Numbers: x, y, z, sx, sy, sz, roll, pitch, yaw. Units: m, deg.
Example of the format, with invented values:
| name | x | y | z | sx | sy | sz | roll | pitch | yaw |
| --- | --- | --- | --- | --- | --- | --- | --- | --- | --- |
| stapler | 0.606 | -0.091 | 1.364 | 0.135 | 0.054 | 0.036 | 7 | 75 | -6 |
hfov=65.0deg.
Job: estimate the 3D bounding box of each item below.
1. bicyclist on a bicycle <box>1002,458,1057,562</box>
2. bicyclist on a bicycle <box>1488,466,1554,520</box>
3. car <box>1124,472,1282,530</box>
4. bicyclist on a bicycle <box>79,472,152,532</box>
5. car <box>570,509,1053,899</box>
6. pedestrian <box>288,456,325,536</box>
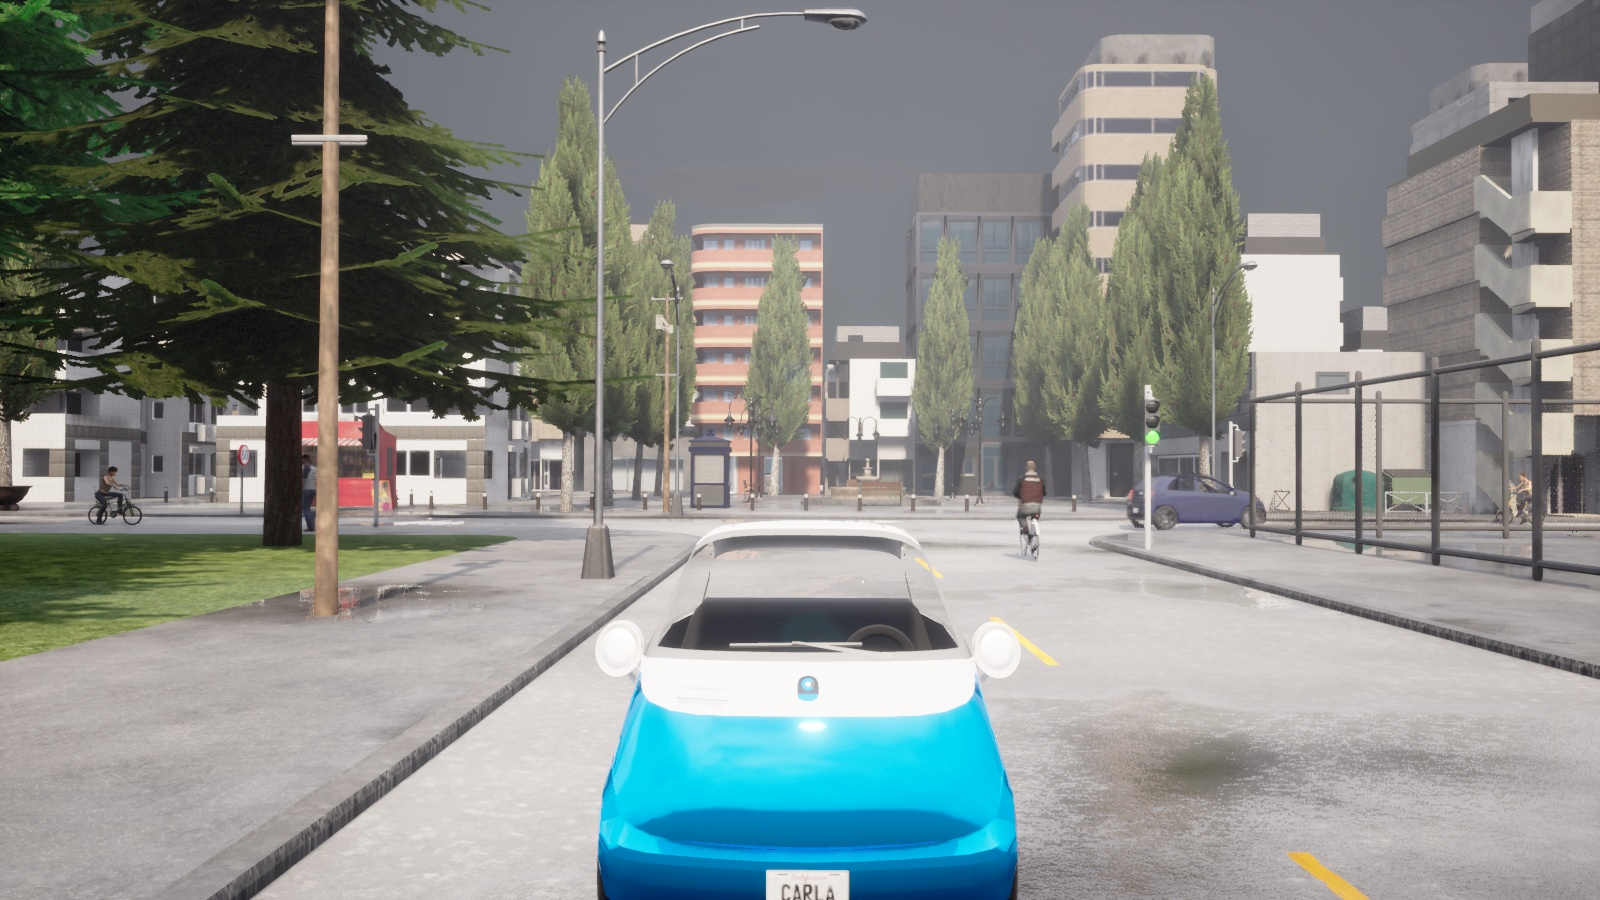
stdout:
| name | x | y | z | sx | sy | sz | roll | pitch | yaw |
| --- | --- | --- | --- | --- | --- | --- | --- | --- | --- |
| bicyclist on a bicycle | 4.107 | 1.047 | 22.602 | 0.659 | 1.776 | 1.843 | 0 | -1 | 0 |
| bicyclist on a bicycle | 21.948 | 1.304 | 38.248 | 1.509 | 1.612 | 0.866 | 0 | -1 | 0 |
| car | 10.935 | 1.357 | 34.192 | 3.633 | 1.501 | 1.845 | 0 | -1 | -9 |
| bicyclist on a bicycle | -18.738 | 1.402 | 34.391 | 1.509 | 1.612 | 0.866 | 0 | -1 | 1 |
| car | 0.037 | 0.953 | 4.965 | 1.481 | 1.376 | 2.207 | 0 | -1 | 0 |
| pedestrian | -11.444 | 1.058 | 29.138 | 0.706 | 1.836 | 0.354 | 0 | -1 | -1 |
